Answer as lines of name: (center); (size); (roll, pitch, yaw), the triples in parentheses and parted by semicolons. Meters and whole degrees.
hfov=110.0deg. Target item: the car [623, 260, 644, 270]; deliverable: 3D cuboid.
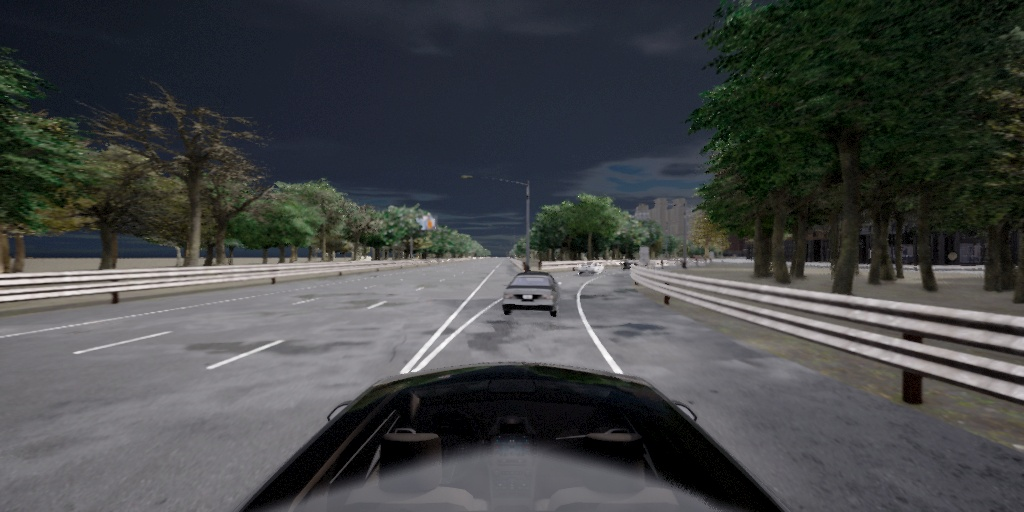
car: (18.748, 1.301, 54.922); (1.882, 1.535, 5.008); (0, -1, 39)

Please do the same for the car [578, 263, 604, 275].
car: (8.747, 1.395, 39.275); (1.895, 1.301, 4.718); (0, 0, 26)

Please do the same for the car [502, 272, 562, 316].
car: (0.849, 1.308, 13.532); (2.033, 1.411, 5.357); (0, 0, 8)
